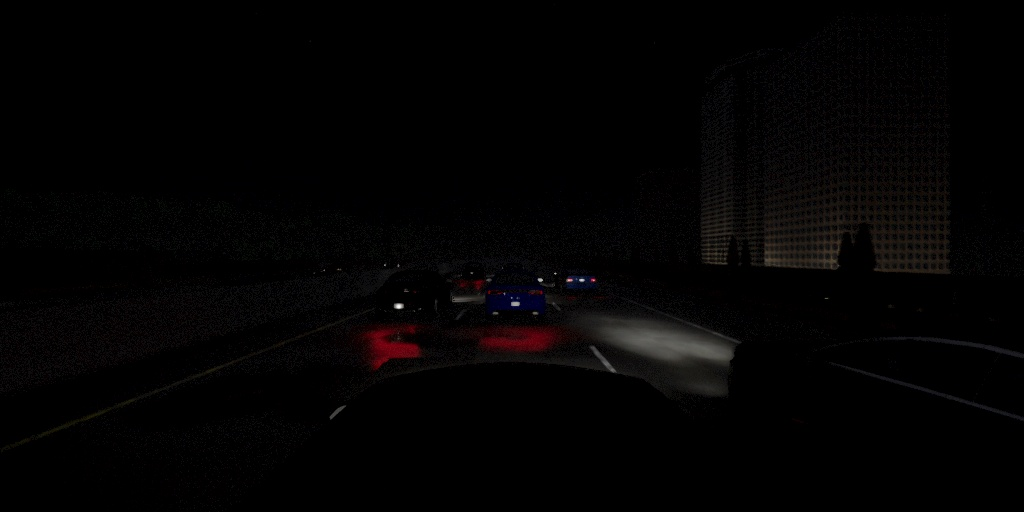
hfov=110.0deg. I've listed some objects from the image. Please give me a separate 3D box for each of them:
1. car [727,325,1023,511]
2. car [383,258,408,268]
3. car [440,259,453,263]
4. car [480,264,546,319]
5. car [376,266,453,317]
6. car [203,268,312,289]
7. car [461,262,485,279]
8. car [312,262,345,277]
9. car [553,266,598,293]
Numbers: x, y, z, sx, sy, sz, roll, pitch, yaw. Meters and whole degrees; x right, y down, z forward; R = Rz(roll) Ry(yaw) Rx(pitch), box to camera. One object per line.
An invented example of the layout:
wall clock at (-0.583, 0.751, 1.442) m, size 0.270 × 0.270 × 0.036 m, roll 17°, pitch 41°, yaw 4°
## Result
car at (3.600, 1.241, 2.514) m, size 2.128 × 1.511 × 4.902 m, roll 0°, pitch 0°, yaw 0°
car at (-14.294, 1.104, 44.242) m, size 2.097 × 1.767 × 4.553 m, roll 0°, pitch 0°, yaw -1°
car at (-11.236, 1.251, 61.668) m, size 2.128 × 1.511 × 4.902 m, roll 0°, pitch 0°, yaw -2°
car at (0.101, 1.228, 12.804) m, size 1.882 × 1.535 × 5.008 m, roll 0°, pitch 0°, yaw 0°
car at (-3.399, 1.255, 13.195) m, size 1.837 × 1.490 × 4.892 m, roll 0°, pitch 0°, yaw 0°
car at (-10.597, 1.315, 14.906) m, size 1.994 × 1.385 × 4.181 m, roll 0°, pitch 0°, yaw 0°
car at (-3.449, 1.277, 32.796) m, size 1.812 × 1.442 × 4.674 m, roll 0°, pitch 0°, yaw -1°
car at (-17.634, 1.278, 34.254) m, size 1.812 × 1.442 × 4.674 m, roll 0°, pitch 0°, yaw -1°
car at (3.602, 1.298, 21.001) m, size 2.033 × 1.411 × 5.357 m, roll 0°, pitch 0°, yaw 0°
